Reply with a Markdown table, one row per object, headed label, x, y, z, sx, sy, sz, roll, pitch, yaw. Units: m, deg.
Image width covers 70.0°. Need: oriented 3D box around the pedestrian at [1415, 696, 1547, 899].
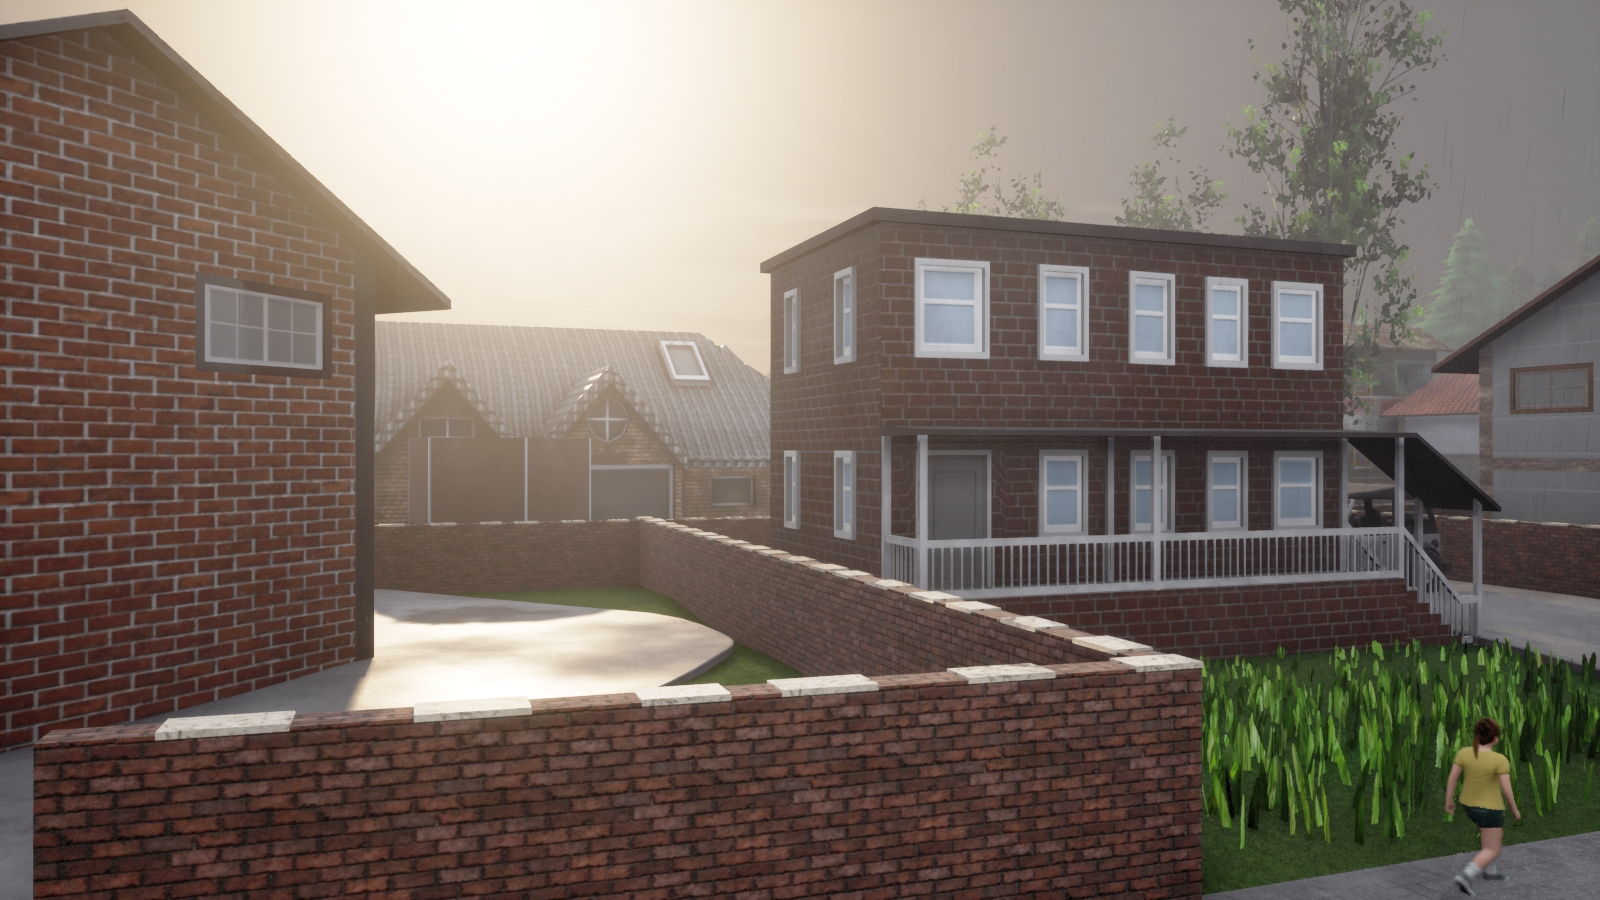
| label | x | y | z | sx | sy | sz | roll | pitch | yaw |
| --- | --- | --- | --- | --- | --- | --- | --- | --- | --- |
| pedestrian | 4.170 | 2.128 | 7.008 | 0.500 | 1.100 | 0.500 | 0 | 0 | -23 |
